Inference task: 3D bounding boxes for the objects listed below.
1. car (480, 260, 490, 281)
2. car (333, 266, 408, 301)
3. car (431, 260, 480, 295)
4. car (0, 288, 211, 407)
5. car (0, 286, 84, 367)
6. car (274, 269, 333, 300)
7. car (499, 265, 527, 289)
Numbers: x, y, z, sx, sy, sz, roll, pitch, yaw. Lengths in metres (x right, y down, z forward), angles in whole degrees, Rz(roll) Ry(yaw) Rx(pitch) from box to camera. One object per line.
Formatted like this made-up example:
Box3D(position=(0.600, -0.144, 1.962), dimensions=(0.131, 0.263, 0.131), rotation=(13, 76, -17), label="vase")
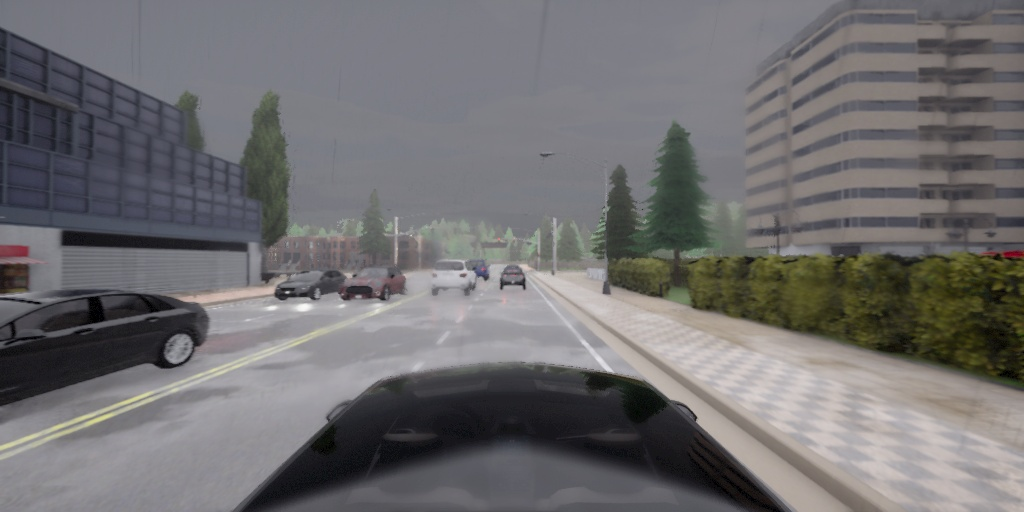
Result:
Box3D(position=(-3.450, 1.418, 36.209), dimensions=(2.150, 2.045, 5.566), rotation=(0, -1, 0), label="car")
Box3D(position=(-7.053, 1.323, 18.776), dimensions=(2.097, 1.767, 4.553), rotation=(0, -1, 0), label="car")
Box3D(position=(-3.442, 1.236, 22.021), dimensions=(2.150, 2.045, 5.566), rotation=(0, 0, 0), label="car")
Box3D(position=(-7.057, 1.299, 5.246), dimensions=(1.837, 1.490, 4.892), rotation=(0, 0, 0), label="car")
Box3D(position=(-10.557, 1.343, 5.298), dimensions=(2.033, 1.411, 5.357), rotation=(0, -1, 0), label="car")
Box3D(position=(-10.548, 1.480, 19.307), dimensions=(1.837, 1.490, 4.892), rotation=(0, 0, 1), label="car")
Box3D(position=(0.072, 1.557, 26.113), dimensions=(2.128, 1.511, 4.902), rotation=(0, -1, 0), label="car")
